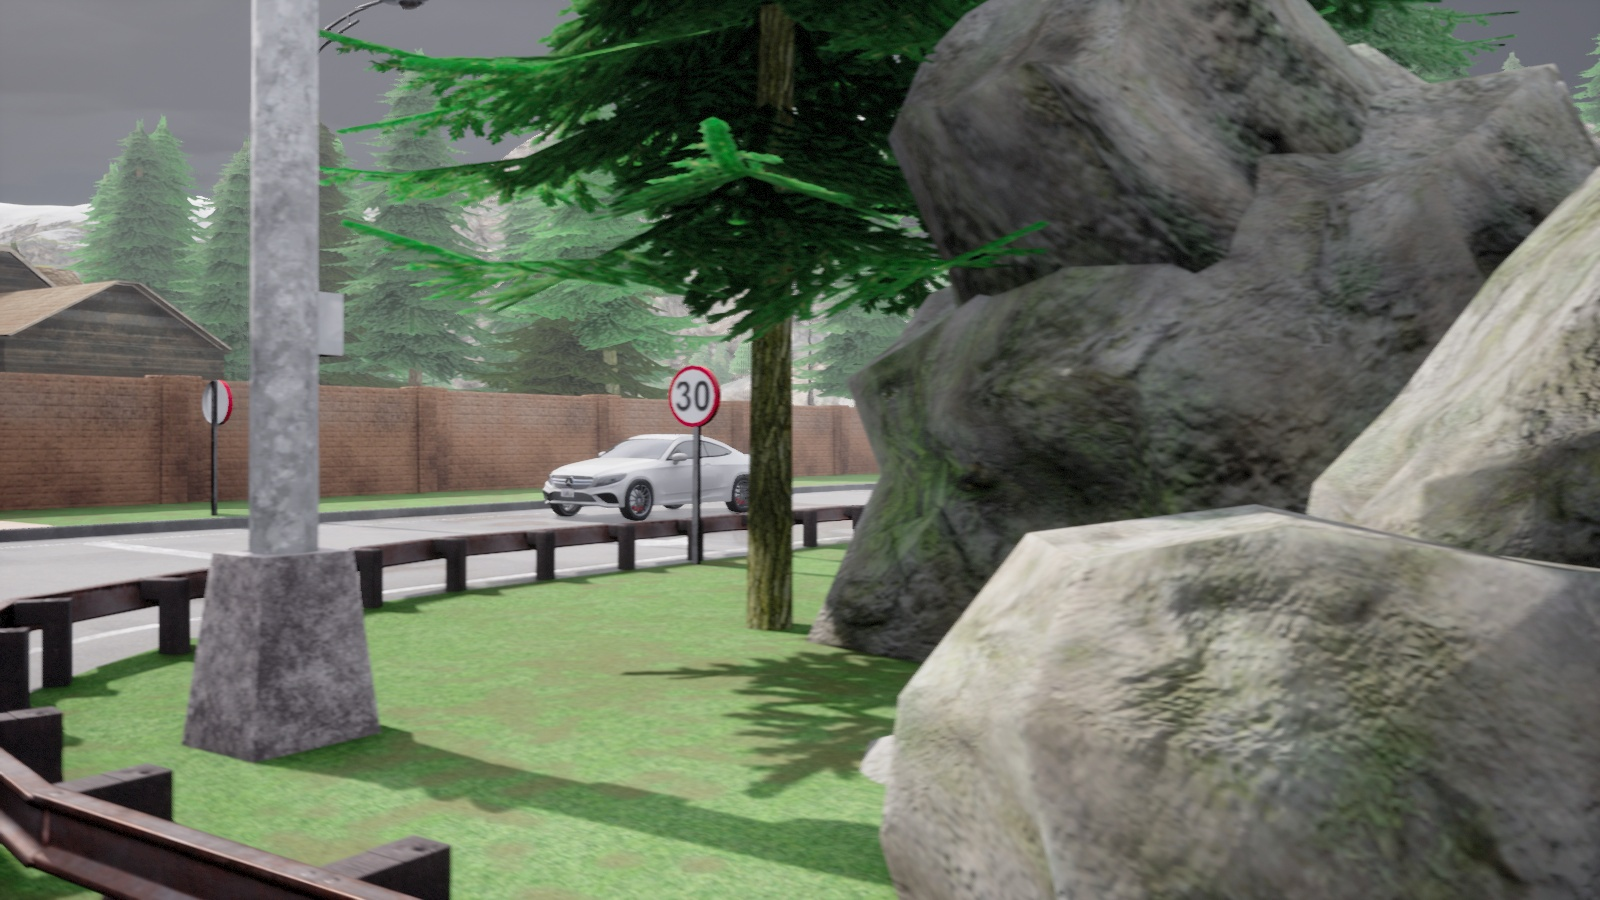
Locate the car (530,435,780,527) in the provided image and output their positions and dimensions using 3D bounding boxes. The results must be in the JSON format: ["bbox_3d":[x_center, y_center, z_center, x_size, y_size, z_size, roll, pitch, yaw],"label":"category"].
[{"bbox_3d":[-2.461,0.479,22.514,1.812,1.442,4.674,0,1,34],"label":"car"}]
